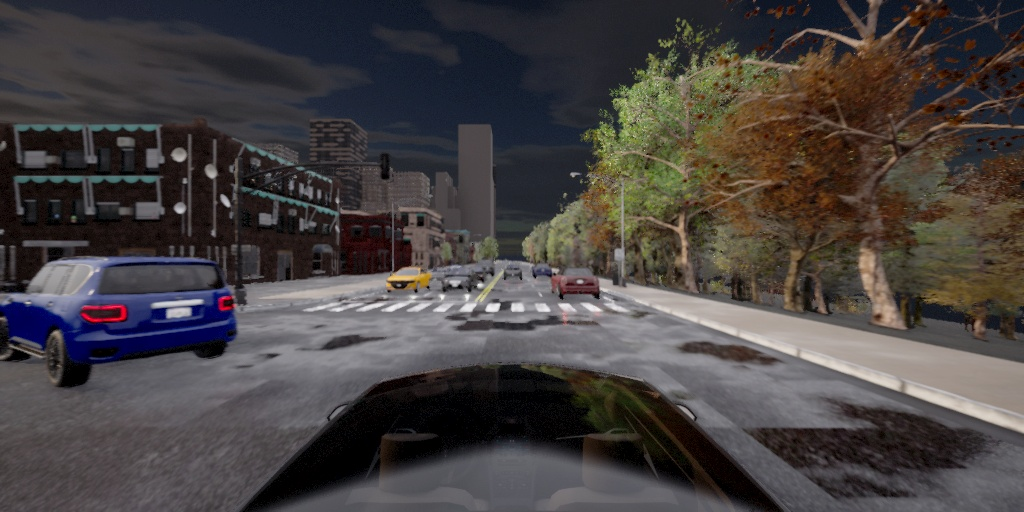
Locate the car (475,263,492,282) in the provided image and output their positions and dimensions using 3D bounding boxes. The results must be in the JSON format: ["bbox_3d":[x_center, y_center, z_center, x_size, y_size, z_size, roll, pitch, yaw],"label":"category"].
[{"bbox_3d":[-3.311,1.664,33.567,2.033,1.411,5.357,0,-1,0],"label":"car"}]

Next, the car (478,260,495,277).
[{"bbox_3d":[-3.250,1.460,44.281,2.150,2.045,5.566,0,-1,0],"label":"car"}]

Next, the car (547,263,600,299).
[{"bbox_3d":[3.351,1.310,19.748,2.097,1.767,4.553,0,-1,0],"label":"car"}]

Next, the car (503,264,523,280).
[{"bbox_3d":[0.102,1.652,37.416,2.128,1.511,4.902,0,-1,0],"label":"car"}]

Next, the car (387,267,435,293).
[{"bbox_3d":[-6.585,1.478,23.430,1.882,1.535,5.008,0,-1,0],"label":"car"}]

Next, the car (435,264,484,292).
[{"bbox_3d":[-3.325,1.495,23.699,2.128,1.511,4.902,0,-1,1],"label":"car"}]

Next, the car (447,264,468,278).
[{"bbox_3d":[-6.498,1.749,42.937,1.812,1.442,4.674,0,-1,0],"label":"car"}]

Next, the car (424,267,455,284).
[{"bbox_3d":[-6.543,1.708,32.726,1.895,1.301,4.718,0,-1,-1],"label":"car"}]

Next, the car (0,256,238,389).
[{"bbox_3d":[-7.894,1.041,7.144,5.566,2.045,2.150,0,-1,27],"label":"car"}]

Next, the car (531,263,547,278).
[{"bbox_3d":[3.353,1.552,40.947,2.097,1.767,4.553,0,-1,0],"label":"car"}]
